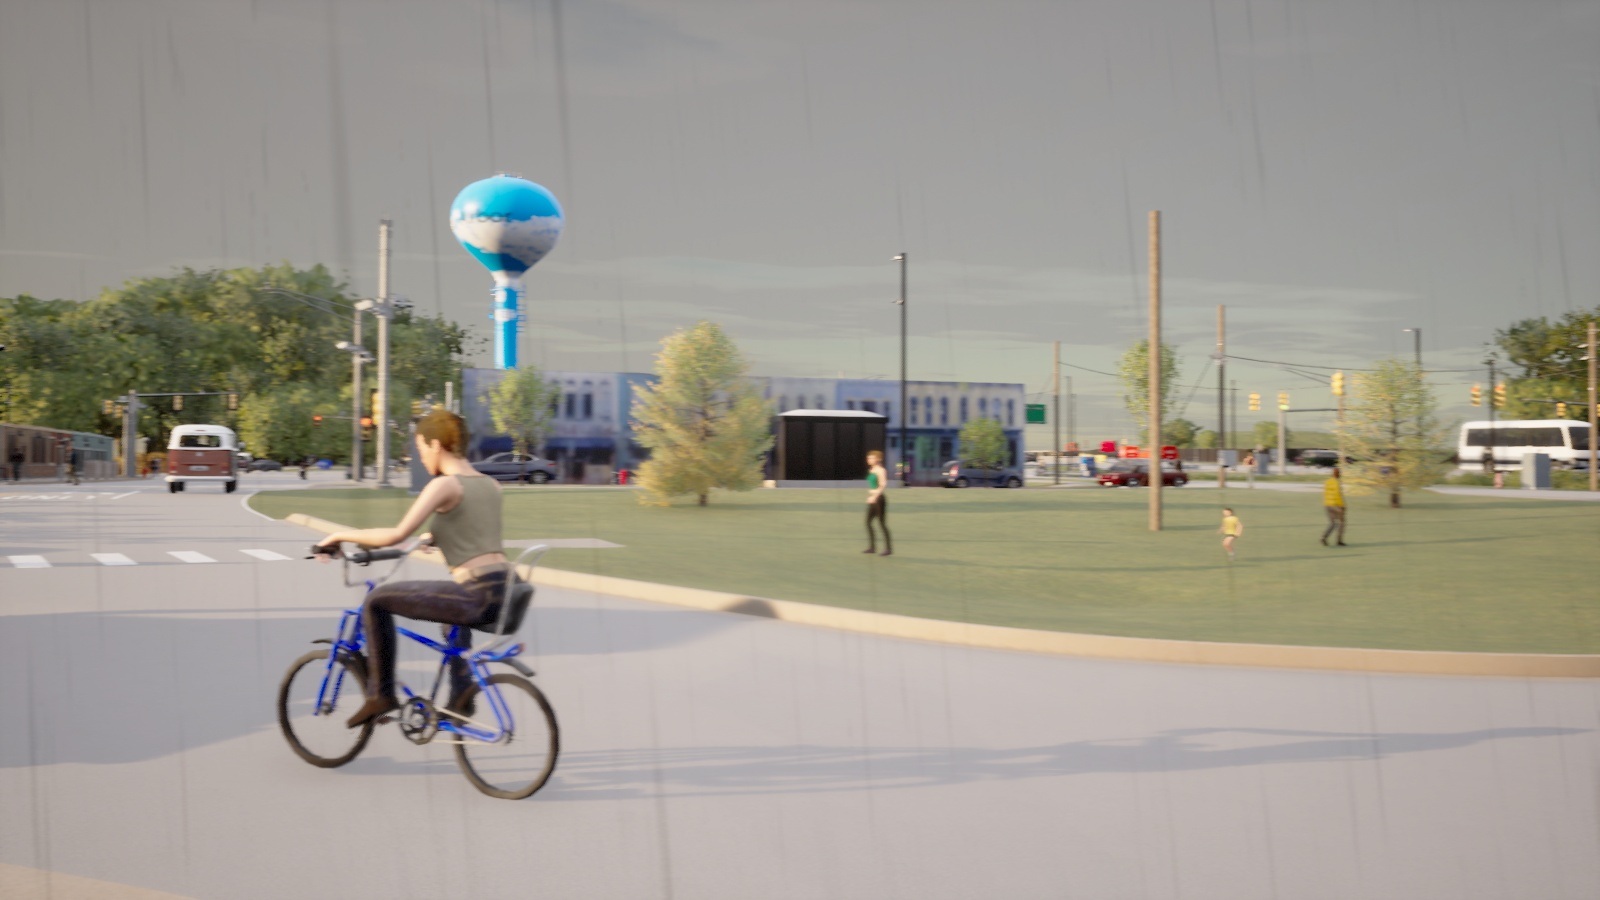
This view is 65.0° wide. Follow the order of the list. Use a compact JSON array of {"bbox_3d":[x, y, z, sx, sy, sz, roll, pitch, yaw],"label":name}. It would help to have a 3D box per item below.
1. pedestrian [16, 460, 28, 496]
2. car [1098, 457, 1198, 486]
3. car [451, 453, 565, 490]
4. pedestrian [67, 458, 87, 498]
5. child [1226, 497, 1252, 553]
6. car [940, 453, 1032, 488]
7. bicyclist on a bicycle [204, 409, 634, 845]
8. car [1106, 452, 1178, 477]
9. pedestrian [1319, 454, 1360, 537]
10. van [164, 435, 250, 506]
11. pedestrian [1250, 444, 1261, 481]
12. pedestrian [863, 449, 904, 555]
[{"bbox_3d":[-41.846,1.507,67.533,0.402,1.930,0.666,0,-2,-21],"label":"pedestrian"},{"bbox_3d":[17.728,1.088,64.012,4.718,1.301,1.895,-1,-1,-24],"label":"car"},{"bbox_3d":[-13.521,1.012,58.066,5.027,1.651,2.152,0,-2,-17],"label":"car"},{"bbox_3d":[-33.510,1.317,58.231,0.726,1.842,0.402,-1,-1,-12],"label":"pedestrian"},{"bbox_3d":[8.787,1.500,25.144,0.394,1.110,0.255,0,-2,-24],"label":"child"},{"bbox_3d":[9.016,1.005,61.034,3.988,1.617,1.851,0,-1,-17],"label":"car"},{"bbox_3d":[-1.620,0.662,5.408,1.509,1.612,0.866,2,0,22],"label":"bicyclist on a bicycle"},{"bbox_3d":[21.788,0.938,80.185,2.163,1.488,4.792,0,-1,-17],"label":"car"},{"bbox_3d":[11.962,1.003,27.846,0.726,1.835,0.370,0,-2,-21],"label":"pedestrian"},{"bbox_3d":[-18.159,0.609,38.633,2.069,2.038,4.480,0,-1,-21],"label":"van"},{"bbox_3d":[22.710,0.605,62.669,0.345,1.836,0.594,-1,-1,7],"label":"pedestrian"},{"bbox_3d":[1.454,0.898,21.985,0.594,1.836,0.345,0,-2,-22],"label":"pedestrian"}]
